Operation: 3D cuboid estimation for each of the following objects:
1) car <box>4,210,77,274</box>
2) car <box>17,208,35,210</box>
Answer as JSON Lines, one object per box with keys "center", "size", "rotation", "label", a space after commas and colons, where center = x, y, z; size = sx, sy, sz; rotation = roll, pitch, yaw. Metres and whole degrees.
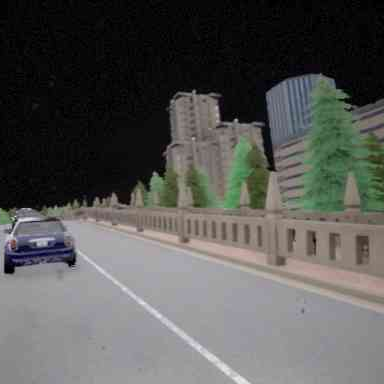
{"center": [-5.666, 1.690, 12.253], "size": [2.097, 1.767, 4.553], "rotation": [-2, -1, -28], "label": "car"}
{"center": [-13.770, 2.148, 27.551], "size": [2.097, 1.767, 4.553], "rotation": [-2, -1, -28], "label": "car"}
